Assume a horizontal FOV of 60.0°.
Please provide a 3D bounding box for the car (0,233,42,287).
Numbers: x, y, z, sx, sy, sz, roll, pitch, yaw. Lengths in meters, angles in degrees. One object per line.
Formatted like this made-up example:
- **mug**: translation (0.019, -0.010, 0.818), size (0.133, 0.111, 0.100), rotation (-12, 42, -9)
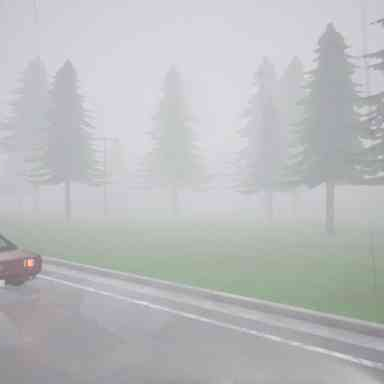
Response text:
- **car**: translation (-5.785, 1.601, 8.108), size (4.718, 1.301, 1.895), rotation (0, 0, 35)
